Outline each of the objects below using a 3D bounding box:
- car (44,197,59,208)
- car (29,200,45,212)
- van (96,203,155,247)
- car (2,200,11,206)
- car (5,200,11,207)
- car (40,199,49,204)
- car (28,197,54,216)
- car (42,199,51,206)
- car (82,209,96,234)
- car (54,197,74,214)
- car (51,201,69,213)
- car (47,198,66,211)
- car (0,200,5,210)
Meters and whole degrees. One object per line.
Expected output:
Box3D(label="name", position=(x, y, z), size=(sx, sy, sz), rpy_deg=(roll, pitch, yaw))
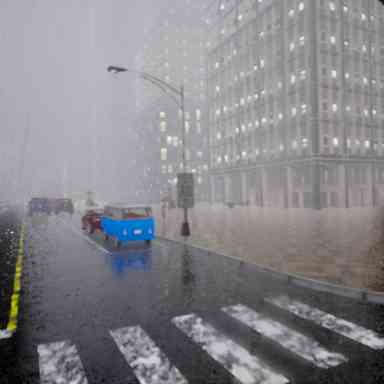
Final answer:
Box3D(label="car", position=(-25.336, 1.895, 59.918), size=(2.192, 1.841, 5.009), rpy_deg=(-1, 0, -26))
Box3D(label="car", position=(-22.099, 1.983, 47.353), size=(1.882, 1.535, 5.008), rpy_deg=(-1, 0, -26))
Box3D(label="van", position=(-3.058, 1.416, 15.326), size=(1.690, 1.788, 3.998), rpy_deg=(-1, 0, -26))
Box3D(label="car", position=(-45.156, 2.601, 80.991), size=(1.802, 1.307, 4.206), rpy_deg=(-1, 0, -26))
Box3D(label="car", position=(-40.227, 2.491, 71.070), size=(1.802, 1.307, 4.206), rpy_deg=(-1, 0, -26))
Box3D(label="car", position=(-37.653, 2.423, 84.720), size=(1.947, 1.339, 4.313), rpy_deg=(-1, 0, -26))
Box3D(label="car", position=(-17.448, 1.622, 38.048), size=(2.150, 2.045, 5.566), rpy_deg=(-1, 0, -26))
Box3D(label="car", position=(-32.801, 2.274, 74.951), size=(1.752, 1.417, 4.829), rpy_deg=(-1, 0, -26))
Box3D(label="car", position=(-5.598, 1.677, 20.244), size=(1.887, 1.381, 4.507), rpy_deg=(-1, 0, -26))
Box3D(label="car", position=(-15.479, 1.673, 40.074), size=(2.192, 1.841, 5.009), rpy_deg=(-1, 0, -26))
Box3D(label="car", position=(-17.939, 1.958, 45.034), size=(1.887, 1.381, 4.507), rpy_deg=(-1, 0, -26))
Box3D(label="car", position=(-20.408, 1.784, 49.996), size=(2.192, 1.841, 5.009), rpy_deg=(-1, 0, -26))
Box3D(label="car", position=(-30.370, 2.269, 51.227), size=(1.802, 1.307, 4.206), rpy_deg=(-1, 0, -26))
